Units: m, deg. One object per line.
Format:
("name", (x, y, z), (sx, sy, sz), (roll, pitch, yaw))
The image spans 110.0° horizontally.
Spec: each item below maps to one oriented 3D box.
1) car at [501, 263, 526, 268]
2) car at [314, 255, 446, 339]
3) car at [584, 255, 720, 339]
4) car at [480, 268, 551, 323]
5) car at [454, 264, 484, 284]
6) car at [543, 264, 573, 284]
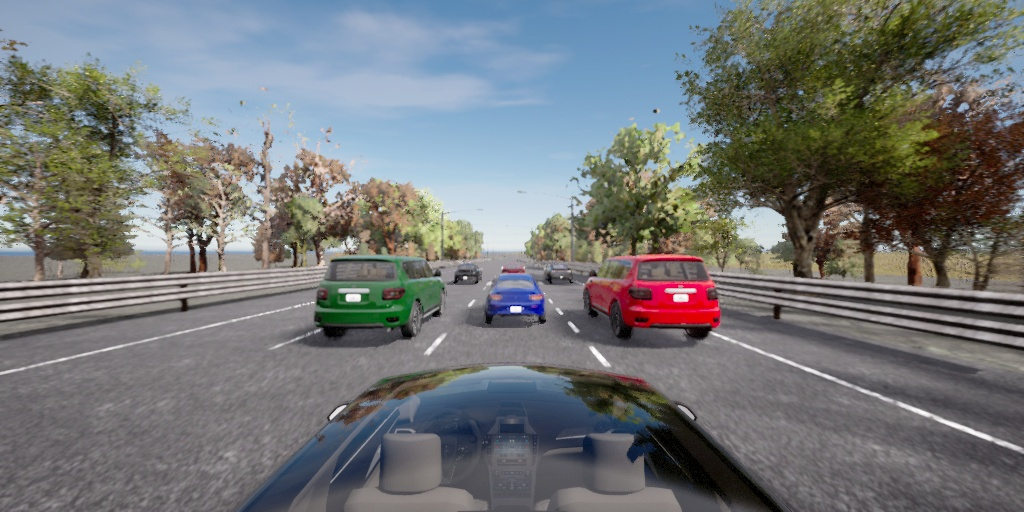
("car", (0.113, 1.330, 30.070), (1.882, 1.535, 5.008), (0, 0, 0))
("car", (-3.398, 1.002, 10.363), (2.150, 2.045, 5.566), (0, 0, 0))
("car", (3.602, 1.002, 10.326), (2.150, 2.045, 5.566), (0, 0, 0))
("car", (0.105, 1.313, 12.210), (1.812, 1.442, 4.674), (0, 0, 0))
("car", (-3.398, 1.352, 28.526), (1.837, 1.490, 4.892), (0, 0, 0))
("car", (3.595, 1.338, 28.432), (2.128, 1.511, 4.902), (0, 0, 0))
